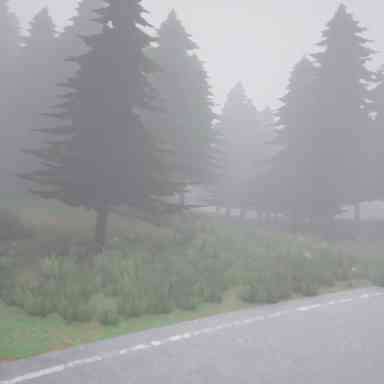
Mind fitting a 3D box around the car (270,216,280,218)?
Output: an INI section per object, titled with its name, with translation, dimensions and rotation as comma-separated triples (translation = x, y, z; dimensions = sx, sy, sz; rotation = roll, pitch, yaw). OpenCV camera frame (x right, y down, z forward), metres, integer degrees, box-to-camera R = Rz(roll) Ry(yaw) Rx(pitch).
[car]
translation = 15.541, 4.992, 59.549
dimensions = 5.357, 1.411, 2.033
rotation = -4, -8, 38
